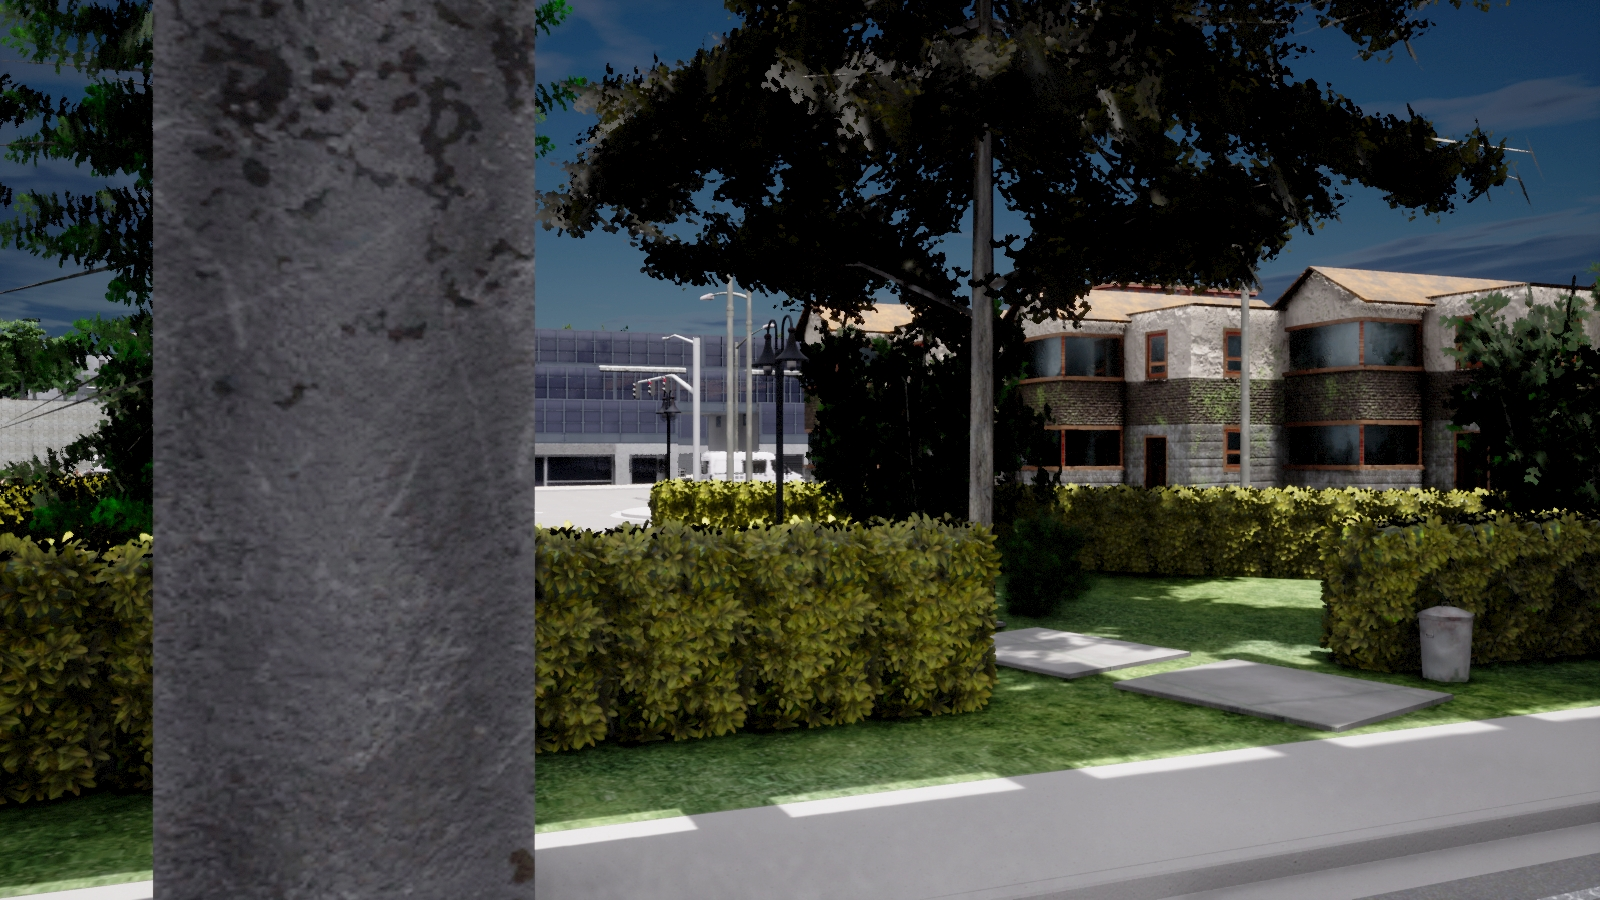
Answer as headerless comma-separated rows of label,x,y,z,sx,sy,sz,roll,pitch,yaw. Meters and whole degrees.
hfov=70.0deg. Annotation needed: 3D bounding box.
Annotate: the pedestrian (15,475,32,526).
pedestrian,-28.459,1.848,41.891,0.375,1.860,0.375,0,0,5
